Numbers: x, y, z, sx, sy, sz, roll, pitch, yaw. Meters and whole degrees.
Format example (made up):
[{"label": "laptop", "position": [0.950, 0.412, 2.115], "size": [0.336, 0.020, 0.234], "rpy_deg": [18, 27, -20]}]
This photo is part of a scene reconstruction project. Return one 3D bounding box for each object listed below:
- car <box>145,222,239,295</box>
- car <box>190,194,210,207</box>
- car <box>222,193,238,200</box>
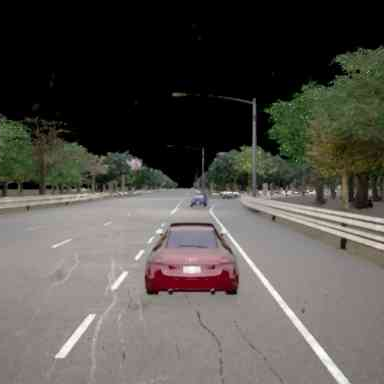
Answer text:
[{"label": "car", "position": [-0.002, 1.454, 8.466], "size": [1.994, 1.385, 4.181], "rpy_deg": [0, 1, 0]}, {"label": "car", "position": [1.007, 1.004, 40.337], "size": [1.812, 1.442, 4.674], "rpy_deg": [0, 1, 8]}, {"label": "car", "position": [7.245, 0.779, 62.341], "size": [1.895, 1.301, 4.718], "rpy_deg": [0, 1, 24]}]
